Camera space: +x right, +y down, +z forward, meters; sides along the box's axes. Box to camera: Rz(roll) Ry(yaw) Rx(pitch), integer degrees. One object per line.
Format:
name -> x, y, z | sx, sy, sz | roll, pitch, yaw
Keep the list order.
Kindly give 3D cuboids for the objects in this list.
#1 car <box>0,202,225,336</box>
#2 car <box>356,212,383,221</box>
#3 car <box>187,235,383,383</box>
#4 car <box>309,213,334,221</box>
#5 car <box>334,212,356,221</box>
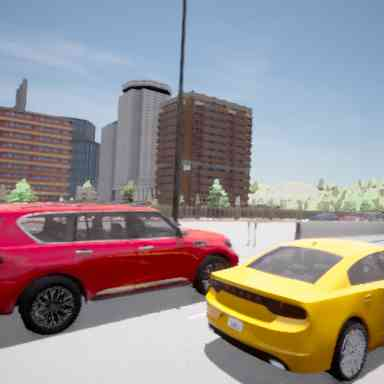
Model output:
car -> -1.535, 1.238, 6.949 | 5.566, 2.045, 2.150 | 1, 0, -35
car -> 16.620, 2.605, 28.725 | 4.553, 1.767, 2.097 | 4, -2, -35
car -> 2.553, 1.529, 5.566 | 5.008, 1.535, 1.882 | 1, -1, -35
car -> 14.436, 2.945, 35.756 | 4.181, 1.385, 1.994 | 4, -2, -35
car -> 16.591, 2.739, 32.996 | 4.553, 1.767, 2.097 | 4, -2, -35
